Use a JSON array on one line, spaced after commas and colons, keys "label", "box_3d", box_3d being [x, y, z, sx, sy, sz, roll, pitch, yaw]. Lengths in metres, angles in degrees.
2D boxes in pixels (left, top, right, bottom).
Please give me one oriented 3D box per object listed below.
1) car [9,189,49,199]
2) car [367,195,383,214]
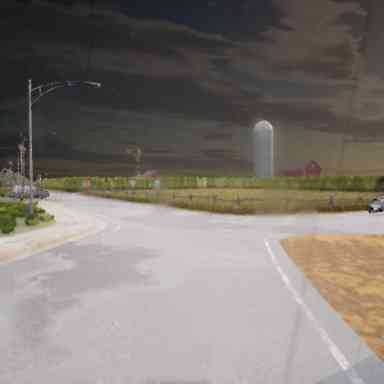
[{"label": "car", "box_3d": [-21.998, 0.351, 44.968, 4.902, 1.511, 2.128, -1, 1, -20]}, {"label": "car", "box_3d": [15.080, 0.877, 24.943, 4.902, 1.511, 2.128, -1, 2, -33]}]
